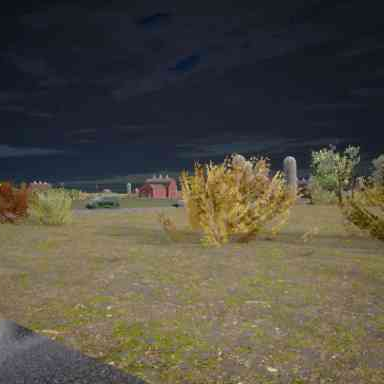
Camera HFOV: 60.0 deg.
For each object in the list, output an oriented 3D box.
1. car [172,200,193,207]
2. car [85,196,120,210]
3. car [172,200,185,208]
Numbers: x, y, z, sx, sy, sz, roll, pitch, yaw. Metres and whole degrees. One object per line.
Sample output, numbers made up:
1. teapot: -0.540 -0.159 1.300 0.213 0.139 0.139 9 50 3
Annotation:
1. car: -1.812 2.202 65.956 1.994 1.385 4.181 -1 -1 36
2. car: -13.365 1.644 50.010 2.150 2.045 5.566 -1 -1 36
3. car: -1.389 2.078 60.477 2.033 1.411 5.357 -1 -1 36
